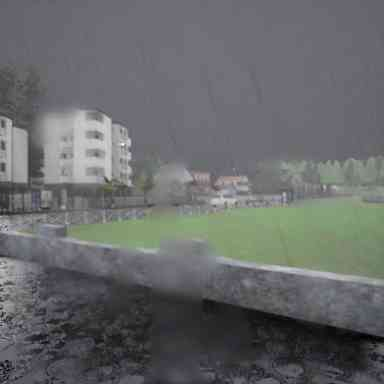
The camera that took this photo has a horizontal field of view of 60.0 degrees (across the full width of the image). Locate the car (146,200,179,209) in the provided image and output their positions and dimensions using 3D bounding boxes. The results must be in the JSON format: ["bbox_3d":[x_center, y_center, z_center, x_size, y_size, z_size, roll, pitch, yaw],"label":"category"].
[{"bbox_3d":[-3.926,1.731,44.842,1.895,1.301,4.718,0,0,36],"label":"car"}]

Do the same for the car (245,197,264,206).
[{"bbox_3d":[10.879,1.635,58.472,1.812,1.442,4.674,0,0,36],"label":"car"}]

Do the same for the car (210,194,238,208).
[{"bbox_3d":[4.855,1.331,49.998,2.150,2.045,5.566,0,0,36],"label":"car"}]
